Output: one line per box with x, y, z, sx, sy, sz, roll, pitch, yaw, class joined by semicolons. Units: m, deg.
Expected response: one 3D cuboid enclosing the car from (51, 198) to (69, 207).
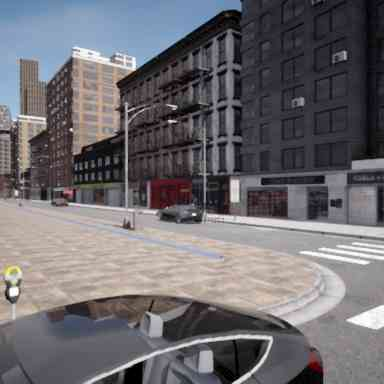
-21.908;1.691;54.964;2.033;1.411;5.357;0;0;-34;car

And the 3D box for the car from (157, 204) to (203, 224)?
-1.018;1.599;25.679;1.994;1.385;4.181;0;0;-36;car

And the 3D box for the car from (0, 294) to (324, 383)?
-0.899;1.565;2.172;4.313;1.339;1.947;0;0;-36;car
